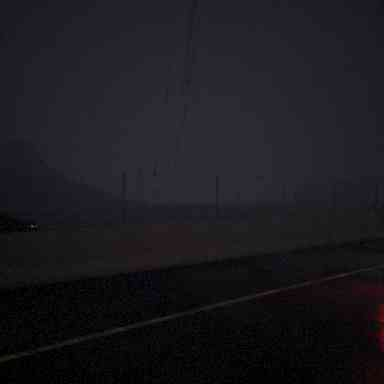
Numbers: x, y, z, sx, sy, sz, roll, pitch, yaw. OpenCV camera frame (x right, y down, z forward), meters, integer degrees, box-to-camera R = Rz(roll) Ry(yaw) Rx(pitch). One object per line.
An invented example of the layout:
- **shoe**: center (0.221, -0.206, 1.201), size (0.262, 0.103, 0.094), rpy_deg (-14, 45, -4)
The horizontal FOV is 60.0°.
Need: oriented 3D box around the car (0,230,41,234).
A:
- **car**: center (-7.706, 1.334, 11.308), size (4.674, 1.442, 1.812), rpy_deg (0, 1, -36)
